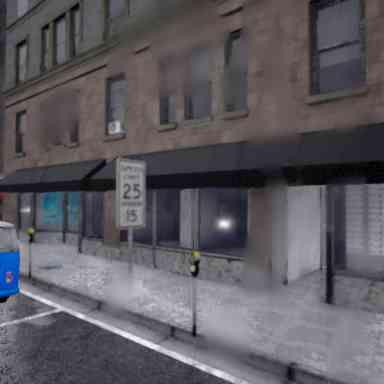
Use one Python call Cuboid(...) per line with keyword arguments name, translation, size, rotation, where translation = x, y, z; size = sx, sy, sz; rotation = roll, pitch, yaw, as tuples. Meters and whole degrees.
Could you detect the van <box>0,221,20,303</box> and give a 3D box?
Cuboid(name="van", translation=(-5.331, 1.424, 7.266), size=(3.998, 1.788, 1.690), rotation=(0, -2, 39))
